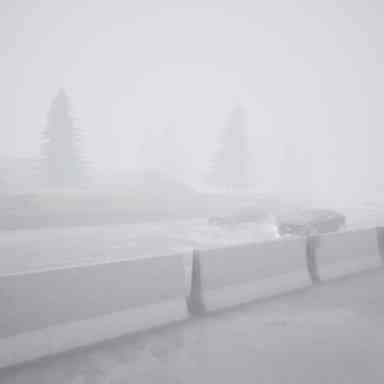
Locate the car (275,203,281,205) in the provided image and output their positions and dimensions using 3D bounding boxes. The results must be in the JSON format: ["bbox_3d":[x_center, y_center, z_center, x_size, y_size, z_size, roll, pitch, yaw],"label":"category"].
[{"bbox_3d":[7.850,1.741,24.153,4.181,1.385,1.994,0,-1,-43],"label":"car"}]

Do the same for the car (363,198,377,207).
[{"bbox_3d":[30.762,1.797,57.477,1.882,1.535,5.008,-1,-1,33],"label":"car"}]

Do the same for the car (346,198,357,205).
[{"bbox_3d":[31.942,1.855,66.521,1.994,1.385,4.181,-1,-1,29],"label":"car"}]

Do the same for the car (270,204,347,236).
[{"bbox_3d":[6.703,1.609,18.396,5.008,1.535,1.882,0,-1,-42],"label":"car"}]

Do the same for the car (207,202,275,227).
[{"bbox_3d":[3.576,1.761,24.940,5.357,1.411,2.033,0,-1,-42],"label":"car"}]

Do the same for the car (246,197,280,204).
[{"bbox_3d":[6.716,1.490,32.757,2.150,2.045,5.566,-1,-1,45],"label":"car"}]
